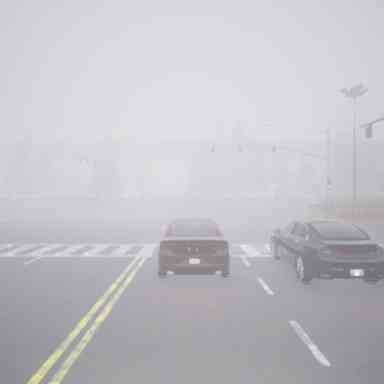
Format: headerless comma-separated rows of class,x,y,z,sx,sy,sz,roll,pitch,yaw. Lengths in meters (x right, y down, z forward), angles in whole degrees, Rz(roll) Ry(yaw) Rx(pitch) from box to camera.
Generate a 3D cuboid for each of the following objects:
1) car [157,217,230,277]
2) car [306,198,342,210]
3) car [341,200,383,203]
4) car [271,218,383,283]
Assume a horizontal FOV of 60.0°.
car,0.009,1.495,10.342,1.882,1.535,5.008,0,0,-1
car,16.612,1.573,40.866,4.892,1.490,1.837,0,0,0
car,18.009,1.621,33.861,4.181,1.385,1.994,0,0,0
car,3.635,1.521,9.689,1.837,1.490,4.892,0,0,1
